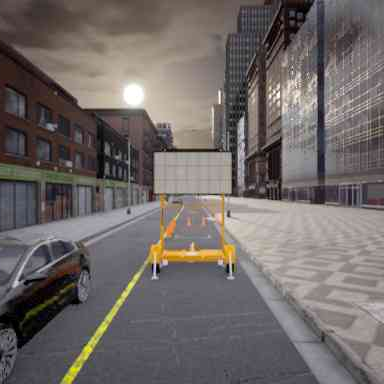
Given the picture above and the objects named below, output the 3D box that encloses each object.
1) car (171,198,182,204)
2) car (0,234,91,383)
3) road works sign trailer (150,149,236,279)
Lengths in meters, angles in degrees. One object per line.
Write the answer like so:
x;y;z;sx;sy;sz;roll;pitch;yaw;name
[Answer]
-2.838;1.794;62.632;1.994;1.385;4.181;0;0;0;car
-3.087;1.506;5.335;2.128;1.511;4.902;0;0;0;car
0.025;0.494;10.111;2.380;3.560;2.880;0;0;0;road works sign trailer
